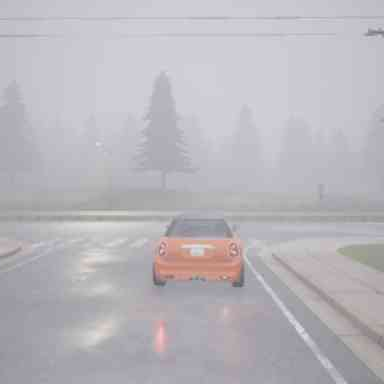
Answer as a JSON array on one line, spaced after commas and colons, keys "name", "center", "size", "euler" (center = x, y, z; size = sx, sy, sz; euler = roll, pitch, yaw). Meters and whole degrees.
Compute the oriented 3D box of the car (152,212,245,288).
[{"name": "car", "center": [0.282, 1.320, 9.345], "size": [2.097, 1.767, 4.553], "euler": [0, 0, 4]}]
